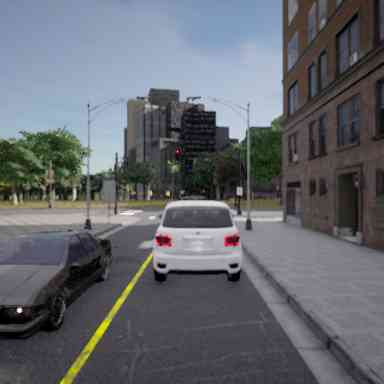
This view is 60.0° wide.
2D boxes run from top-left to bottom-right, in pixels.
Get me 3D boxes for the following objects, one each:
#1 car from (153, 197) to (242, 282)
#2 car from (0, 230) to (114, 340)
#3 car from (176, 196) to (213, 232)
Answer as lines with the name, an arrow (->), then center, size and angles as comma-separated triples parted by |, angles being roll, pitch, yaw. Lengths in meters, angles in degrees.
car -> 0.127, 1.263, 9.989 | 2.150, 2.045, 5.566 | 0, 0, 0
car -> -3.085, 1.577, 7.147 | 2.033, 1.411, 5.357 | 0, 0, 0
car -> 0.152, 1.315, 22.328 | 2.150, 2.045, 5.566 | 0, 0, 0
